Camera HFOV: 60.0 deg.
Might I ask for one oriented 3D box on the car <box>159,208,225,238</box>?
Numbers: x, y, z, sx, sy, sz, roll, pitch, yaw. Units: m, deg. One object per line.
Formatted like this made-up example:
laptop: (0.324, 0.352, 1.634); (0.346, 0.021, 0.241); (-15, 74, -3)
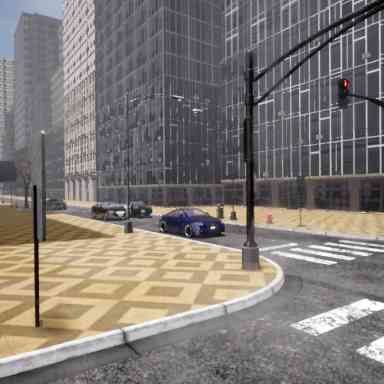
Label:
car: (-0.100, 1.604, 18.225); (1.994, 1.385, 4.181); (-1, 0, -35)

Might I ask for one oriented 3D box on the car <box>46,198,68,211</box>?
car: (-17.482, 1.583, 42.894); (1.837, 1.490, 4.892); (-1, 0, -35)

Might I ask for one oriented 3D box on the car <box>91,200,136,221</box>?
car: (-6.968, 1.545, 27.934); (2.128, 1.511, 4.902); (-1, 1, -35)

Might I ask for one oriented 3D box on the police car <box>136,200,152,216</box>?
police car: (-5.753, 1.531, 31.569); (2.038, 1.542, 4.974); (-1, 0, -35)
